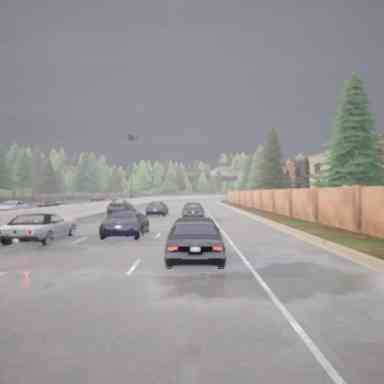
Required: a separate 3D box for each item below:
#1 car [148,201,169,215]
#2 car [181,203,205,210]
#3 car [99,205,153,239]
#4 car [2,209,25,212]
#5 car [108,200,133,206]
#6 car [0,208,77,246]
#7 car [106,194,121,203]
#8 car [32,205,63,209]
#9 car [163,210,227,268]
[{"bbox_3d":[-3.405,1.603,32.789,1.994,1.385,4.181,0,0,0],"label":"car"},{"bbox_3d":[0.092,1.579,27.321,2.033,1.411,5.357,0,0,0],"label":"car"},{"bbox_3d":[-3.405,1.585,17.355,1.994,1.385,4.181,0,0,0],"label":"car"},{"bbox_3d":[-17.599,1.566,32.420,1.812,1.442,4.674,0,0,0],"label":"car"},{"bbox_3d":[-6.906,1.530,32.253,2.128,1.511,4.902,0,0,0],"label":"car"},{"bbox_3d":[-6.905,1.620,15.295,1.895,1.301,4.718,0,0,0],"label":"car"},{"bbox_3d":[-17.348,1.417,73.759,2.097,1.767,4.553,0,0,2],"label":"car"},{"bbox_3d":[-14.098,1.604,32.571,1.994,1.385,4.181,0,0,0],"label":"car"},{"bbox_3d":[0.091,1.561,11.279,2.033,1.411,5.357,0,0,0],"label":"car"}]
